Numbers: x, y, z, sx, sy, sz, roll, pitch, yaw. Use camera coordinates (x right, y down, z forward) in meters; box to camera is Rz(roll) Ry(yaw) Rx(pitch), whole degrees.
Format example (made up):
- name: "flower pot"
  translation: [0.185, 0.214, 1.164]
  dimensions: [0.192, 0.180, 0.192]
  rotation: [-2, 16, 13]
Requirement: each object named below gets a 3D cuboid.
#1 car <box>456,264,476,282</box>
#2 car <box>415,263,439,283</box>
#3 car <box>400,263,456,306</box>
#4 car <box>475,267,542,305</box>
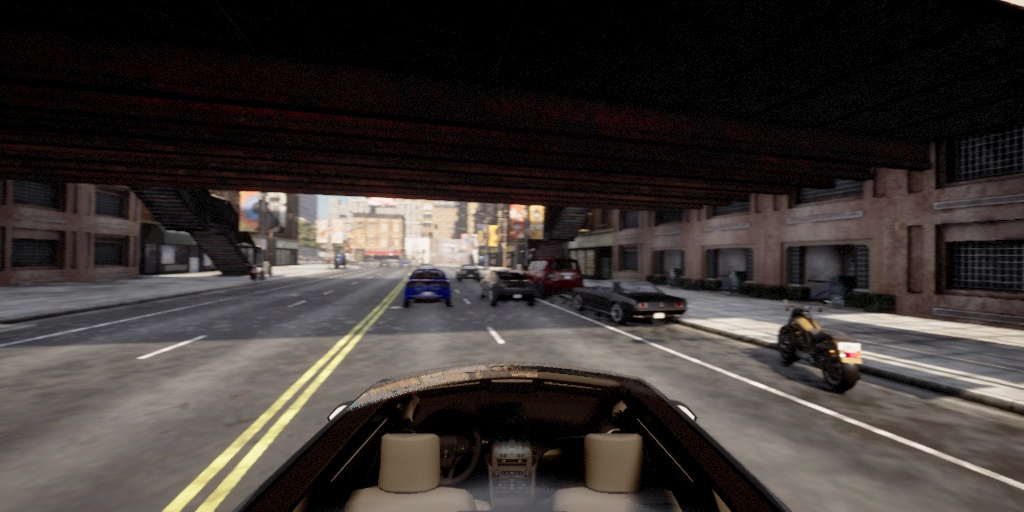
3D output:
- name: "car"
  translation: [-3.875, 1.444, 31.405]
  dimensions: [1.812, 1.442, 4.674]
  rotation: [1, 0, -13]
- name: "car"
  translation: [-7.277, 1.393, 30.586]
  dimensions: [1.812, 1.442, 4.674]
  rotation: [1, 0, -13]
- name: "car"
  translation: [-3.779, 1.284, 16.097]
  dimensions: [1.882, 1.535, 5.008]
  rotation: [1, 0, -13]
- name: "car"
  translation: [-0.335, 1.364, 16.732]
  dimensions: [1.837, 1.490, 4.892]
  rotation: [1, 0, -13]
